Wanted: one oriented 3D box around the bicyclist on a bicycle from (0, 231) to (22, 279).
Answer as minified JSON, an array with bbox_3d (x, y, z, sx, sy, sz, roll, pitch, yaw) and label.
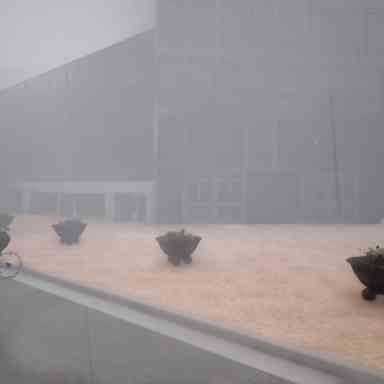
[{"bbox_3d":[-4.912,1.379,7.965,0.582,1.620,1.656,0,0,38],"label":"bicyclist on a bicycle"}]
